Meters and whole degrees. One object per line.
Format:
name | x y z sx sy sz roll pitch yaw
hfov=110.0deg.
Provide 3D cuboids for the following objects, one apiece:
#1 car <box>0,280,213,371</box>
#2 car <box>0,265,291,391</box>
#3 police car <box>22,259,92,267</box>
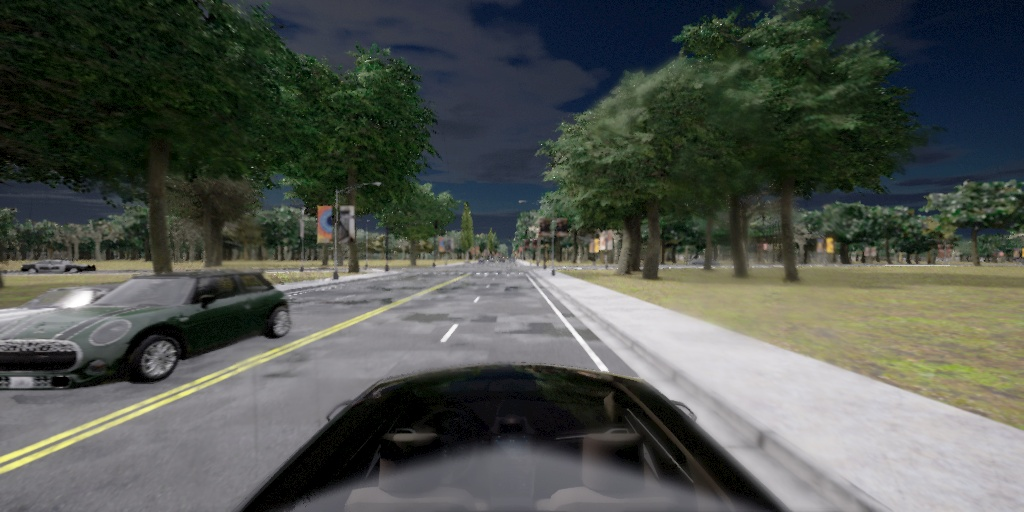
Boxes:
car | -9.850 1.356 8.298 1.895 1.301 4.718 0 0 0
car | -6.600 1.106 7.069 2.097 1.767 4.553 0 0 0
police car | -48.612 1.113 38.598 5.238 1.638 1.930 0 0 -23
